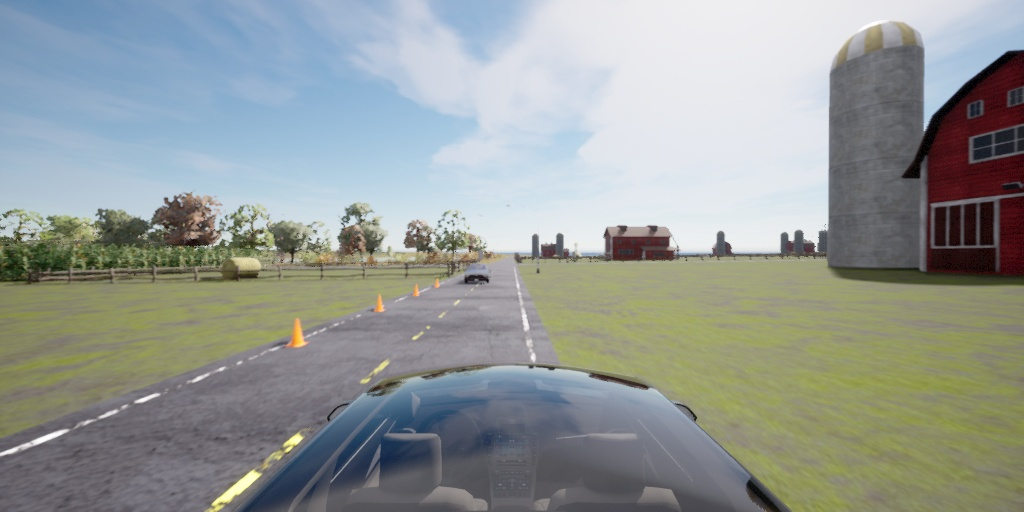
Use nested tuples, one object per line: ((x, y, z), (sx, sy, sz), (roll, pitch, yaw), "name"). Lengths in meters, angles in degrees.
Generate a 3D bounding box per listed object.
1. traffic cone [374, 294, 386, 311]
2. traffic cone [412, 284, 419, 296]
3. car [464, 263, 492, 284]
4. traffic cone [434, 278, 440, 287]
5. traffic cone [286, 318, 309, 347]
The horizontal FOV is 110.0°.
((-4.821, 1.697, 13.053), (0.340, 0.580, 0.340), (0, 0, 0), "traffic cone")
((-4.820, 1.692, 18.053), (0.340, 0.580, 0.340), (0, 0, 0), "traffic cone")
((-2.505, 1.275, 27.225), (2.033, 1.411, 5.357), (0, 0, -1), "car")
((-4.818, 1.687, 23.053), (0.340, 0.580, 0.340), (0, 0, 0), "traffic cone")
((-4.823, 1.701, 8.054), (0.340, 0.580, 0.340), (0, 0, 0), "traffic cone")
